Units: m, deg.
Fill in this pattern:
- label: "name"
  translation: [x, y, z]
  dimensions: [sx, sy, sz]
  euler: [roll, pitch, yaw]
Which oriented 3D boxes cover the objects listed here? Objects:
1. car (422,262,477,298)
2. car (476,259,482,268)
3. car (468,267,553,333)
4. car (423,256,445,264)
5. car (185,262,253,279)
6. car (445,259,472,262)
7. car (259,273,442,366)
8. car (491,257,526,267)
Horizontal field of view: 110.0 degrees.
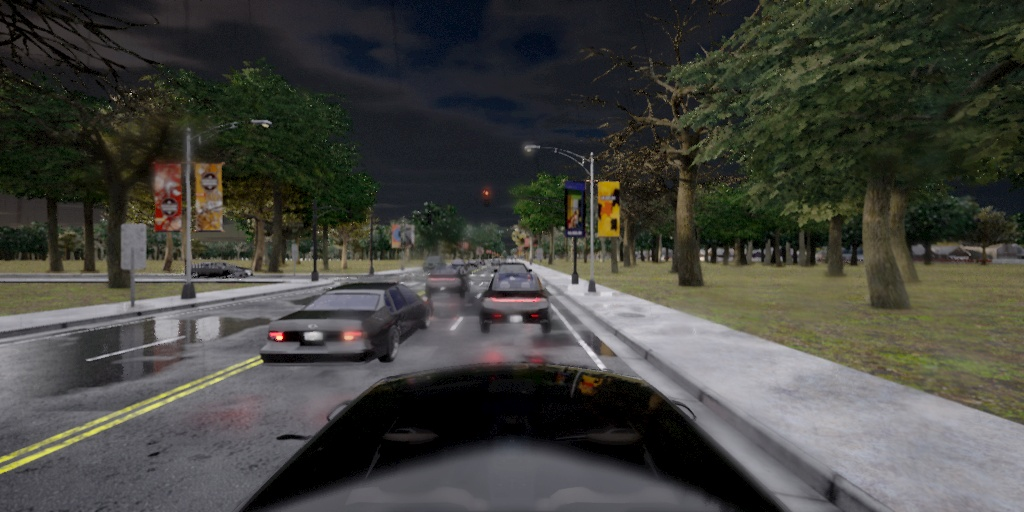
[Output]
- label: "car"
  translation: [-3.149, 1.248, 18.337]
  dimensions: [2.128, 1.511, 4.902]
  euler: [0, 0, -2]
- label: "car"
  translation: [-6.621, 1.391, 59.327]
  dimensions: [1.895, 1.301, 4.718]
  euler: [0, 0, 0]
- label: "car"
  translation: [0.096, 1.245, 10.698]
  dimensions: [2.128, 1.511, 4.902]
  euler: [0, 0, 0]
- label: "car"
  translation: [-9.864, 0.996, 45.975]
  dimensions: [2.150, 2.045, 5.566]
  euler: [0, 0, 0]
- label: "car"
  translation: [-24.563, 1.228, 30.181]
  dimensions: [4.902, 1.511, 2.128]
  euler: [0, 0, 0]
- label: "car"
  translation: [-6.626, 1.322, 45.197]
  dimensions: [2.033, 1.411, 5.357]
  euler: [0, 0, 0]
- label: "car"
  translation: [-3.141, 1.299, 8.102]
  dimensions: [2.033, 1.411, 5.357]
  euler: [0, 0, -1]
- label: "car"
  translation: [0.052, 1.109, 19.672]
  dimensions: [2.097, 1.767, 4.553]
  euler: [0, 0, 0]
